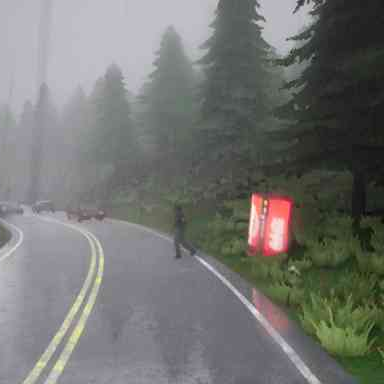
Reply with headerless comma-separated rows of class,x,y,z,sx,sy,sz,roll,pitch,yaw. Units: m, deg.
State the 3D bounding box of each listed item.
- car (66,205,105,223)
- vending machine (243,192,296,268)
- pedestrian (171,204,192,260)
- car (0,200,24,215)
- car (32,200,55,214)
car,-8.395,1.629,25.936,1.895,1.301,4.718,-3,1,-33
vending machine,2.303,1.104,10.006,1.100,2.100,0.880,4,4,-13
pedestrian,-0.398,1.236,10.764,0.375,1.860,0.375,-6,6,-14
car,-20.682,1.771,37.934,2.097,1.767,4.553,-3,1,-36
car,-17.739,1.751,39.575,1.837,1.490,4.892,-3,-1,-35
